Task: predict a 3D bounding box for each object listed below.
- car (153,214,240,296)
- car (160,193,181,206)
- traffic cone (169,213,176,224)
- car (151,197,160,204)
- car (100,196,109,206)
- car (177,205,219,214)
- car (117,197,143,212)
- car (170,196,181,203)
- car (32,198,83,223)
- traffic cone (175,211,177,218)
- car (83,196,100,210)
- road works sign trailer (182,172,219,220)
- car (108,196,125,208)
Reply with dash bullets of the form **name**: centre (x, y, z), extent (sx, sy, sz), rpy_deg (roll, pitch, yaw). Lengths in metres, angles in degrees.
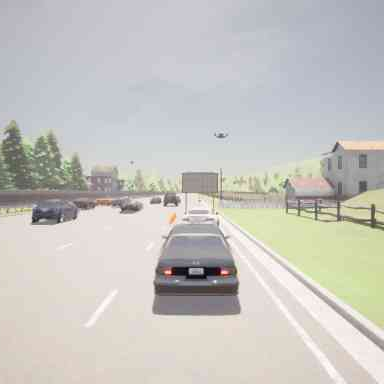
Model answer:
- **car**: centre (0.107, 1.547, 8.806), extent (2.033, 1.411, 5.357), rpy_deg (0, 0, 1)
- **car**: centre (-3.345, 1.221, 53.342), extent (2.150, 2.045, 5.566), rpy_deg (0, 0, 0)
- **traffic cone**: centre (-1.463, 1.955, 23.162), extent (0.340, 0.580, 0.340), rpy_deg (0, 0, 0)
- **car**: centre (-6.834, 1.563, 64.301), extent (1.994, 1.385, 4.181), rpy_deg (0, 0, 0)
- **car**: centre (-13.846, 1.352, 53.113), extent (2.097, 1.767, 4.553), rpy_deg (0, 0, 0)
- **car**: centre (0.493, 1.539, 18.448), extent (1.812, 1.442, 4.674), rpy_deg (0, -1, 6)
- **car**: centre (-6.860, 1.601, 38.396), extent (1.895, 1.301, 4.718), rpy_deg (0, 0, 0)
- **car**: centre (-3.329, 1.564, 68.557), extent (1.994, 1.385, 4.181), rpy_deg (0, 0, 0)
- **car**: centre (-10.374, 1.352, 25.617), extent (2.097, 1.767, 4.553), rpy_deg (0, 0, 0)
- **traffic cone**: centre (-1.461, 1.955, 25.162), extent (0.340, 0.580, 0.340), rpy_deg (0, 0, 0)
- **car**: centre (-13.855, 1.478, 42.866), extent (1.882, 1.535, 5.008), rpy_deg (0, 0, 0)
- **road works sign trailer**: centre (0.509, 0.464, 22.062), extent (2.380, 3.560, 2.880), rpy_deg (0, 0, -3)
- **car**: centre (-10.349, 1.493, 49.204), extent (2.128, 1.511, 4.902), rpy_deg (0, 0, 0)
